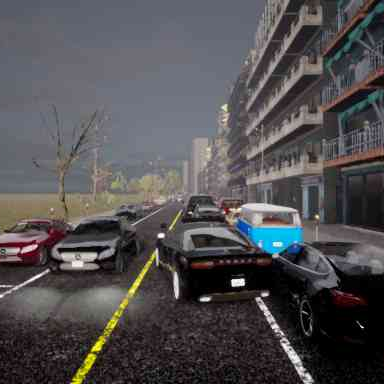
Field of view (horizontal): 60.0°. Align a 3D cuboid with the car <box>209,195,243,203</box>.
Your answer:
[{"bbox_3d":[2.627,1.320,23.237,2.192,1.841,5.009,1,0,0],"label":"car"}]

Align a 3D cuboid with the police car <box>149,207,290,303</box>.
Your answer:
[{"bbox_3d":[0.226,1.427,8.499,1.930,1.638,5.238,0,0,-13],"label":"police car"}]

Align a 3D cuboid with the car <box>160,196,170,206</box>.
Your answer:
[{"bbox_3d":[-5.183,1.541,56.483,1.752,1.417,4.829,1,0,0],"label":"car"}]

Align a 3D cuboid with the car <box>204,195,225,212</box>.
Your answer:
[{"bbox_3d":[2.664,1.324,40.220,2.192,1.841,5.009,1,0,0],"label":"car"}]

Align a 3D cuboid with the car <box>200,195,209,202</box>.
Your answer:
[{"bbox_3d":[2.736,1.463,74.186,1.967,1.590,4.097,1,0,0],"label":"car"}]

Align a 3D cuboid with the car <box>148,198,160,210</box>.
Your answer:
[{"bbox_3d":[-5.220,1.591,39.690,1.802,1.307,4.206,1,0,0],"label":"car"}]

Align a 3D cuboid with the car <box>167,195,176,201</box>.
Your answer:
[{"bbox_3d":[-5.122,1.578,84.922,2.008,1.369,4.403,1,0,0],"label":"car"}]

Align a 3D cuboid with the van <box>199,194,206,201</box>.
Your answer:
[{"bbox_3d":[2.762,1.369,85.508,1.690,1.788,3.998,1,0,0],"label":"van"}]

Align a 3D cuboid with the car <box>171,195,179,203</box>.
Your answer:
[{"bbox_3d":[-2.600,1.511,68.894,2.128,1.511,4.902,0,0,0],"label":"car"}]

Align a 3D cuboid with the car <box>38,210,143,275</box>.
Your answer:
[{"bbox_3d":[-2.827,1.528,10.559,1.812,1.442,4.674,0,0,0],"label":"car"}]

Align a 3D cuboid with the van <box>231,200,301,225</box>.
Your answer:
[{"bbox_3d":[2.602,1.344,11.915,1.690,1.788,3.998,1,0,0],"label":"van"}]

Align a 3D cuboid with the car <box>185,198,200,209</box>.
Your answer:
[{"bbox_3d":[0.114,1.559,46.480,2.033,1.411,5.357,0,0,1],"label":"car"}]

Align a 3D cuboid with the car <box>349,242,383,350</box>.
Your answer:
[{"bbox_3d":[2.578,1.315,0.593,2.192,1.841,5.009,1,0,0],"label":"car"}]

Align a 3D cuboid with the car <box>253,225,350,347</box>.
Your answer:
[{"bbox_3d":[2.587,1.567,6.253,1.947,1.339,4.313,1,0,0],"label":"car"}]

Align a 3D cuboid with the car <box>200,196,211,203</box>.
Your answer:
[{"bbox_3d":[2.723,1.571,68.524,2.008,1.369,4.403,1,0,0],"label":"car"}]

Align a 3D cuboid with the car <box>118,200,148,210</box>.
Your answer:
[{"bbox_3d":[-5.245,1.572,28.383,1.947,1.339,4.313,1,0,0],"label":"car"}]

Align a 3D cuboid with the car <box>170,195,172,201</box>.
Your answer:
[{"bbox_3d":[-5.134,1.575,79.268,2.008,1.369,4.403,1,0,0],"label":"car"}]

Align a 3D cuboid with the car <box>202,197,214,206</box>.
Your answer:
[{"bbox_3d":[2.699,1.541,57.373,1.752,1.417,4.829,1,0,0],"label":"car"}]

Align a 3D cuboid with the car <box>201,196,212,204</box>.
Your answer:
[{"bbox_3d":[2.711,1.543,63.034,1.752,1.417,4.829,1,0,0],"label":"car"}]

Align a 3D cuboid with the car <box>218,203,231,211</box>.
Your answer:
[{"bbox_3d":[2.613,1.529,17.746,1.752,1.417,4.829,1,0,0],"label":"car"}]

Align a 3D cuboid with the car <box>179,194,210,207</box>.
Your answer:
[{"bbox_3d":[0.435,1.225,24.585,2.150,2.045,5.566,0,0,-5],"label":"car"}]

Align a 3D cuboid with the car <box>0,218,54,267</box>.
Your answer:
[{"bbox_3d":[-5.282,1.584,11.420,1.802,1.307,4.206,1,0,0],"label":"car"}]

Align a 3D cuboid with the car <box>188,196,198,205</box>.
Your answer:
[{"bbox_3d":[0.131,1.542,60.260,1.812,1.442,4.674,0,0,0],"label":"car"}]

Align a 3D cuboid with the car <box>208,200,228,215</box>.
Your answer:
[{"bbox_3d":[2.649,1.590,34.559,1.802,1.307,4.206,1,0,0],"label":"car"}]

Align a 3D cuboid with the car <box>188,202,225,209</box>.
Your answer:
[{"bbox_3d":[0.865,1.510,18.645,1.837,1.490,4.892,0,0,0],"label":"car"}]
